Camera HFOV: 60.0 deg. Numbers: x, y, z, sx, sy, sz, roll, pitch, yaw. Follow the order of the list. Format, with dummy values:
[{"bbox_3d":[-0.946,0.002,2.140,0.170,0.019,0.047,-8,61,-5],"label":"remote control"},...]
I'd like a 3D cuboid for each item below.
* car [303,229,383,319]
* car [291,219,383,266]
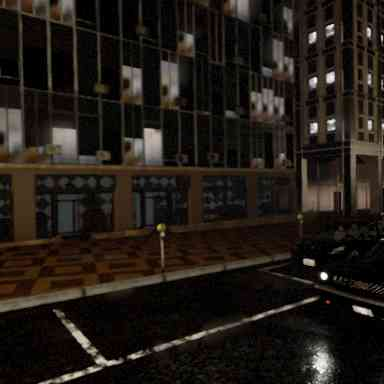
[{"bbox_3d":[4.512,1.566,6.560,4.718,1.301,1.895,0,0,-35],"label":"car"},{"bbox_3d":[4.935,1.519,10.267,4.313,1.339,1.947,0,-1,-35],"label":"car"}]
